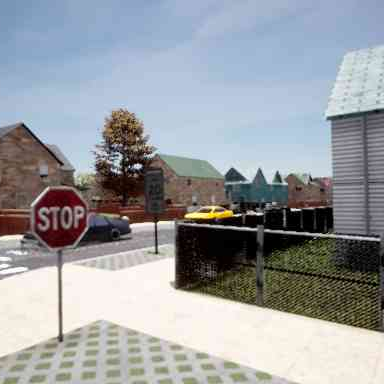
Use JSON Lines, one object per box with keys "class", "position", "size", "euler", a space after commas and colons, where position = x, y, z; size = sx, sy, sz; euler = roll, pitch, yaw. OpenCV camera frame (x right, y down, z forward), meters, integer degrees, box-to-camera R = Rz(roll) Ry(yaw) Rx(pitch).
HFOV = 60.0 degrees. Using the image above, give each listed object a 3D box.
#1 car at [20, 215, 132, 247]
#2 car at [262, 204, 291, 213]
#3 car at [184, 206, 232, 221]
{"class": "car", "position": [-5.341, 1.818, 16.202], "size": [2.033, 1.411, 5.357], "euler": [-2, -2, 35]}
{"class": "car", "position": [9.487, 2.045, 37.334], "size": [1.882, 1.535, 5.008], "euler": [-2, -2, 35]}
{"class": "car", "position": [1.329, 1.883, 25.724], "size": [1.882, 1.535, 5.008], "euler": [-2, -2, 35]}
